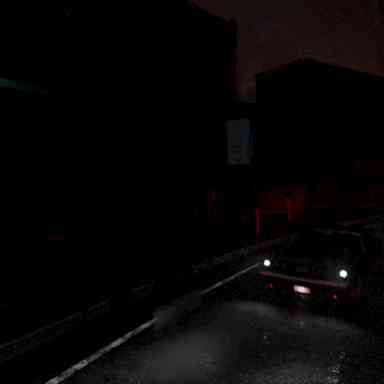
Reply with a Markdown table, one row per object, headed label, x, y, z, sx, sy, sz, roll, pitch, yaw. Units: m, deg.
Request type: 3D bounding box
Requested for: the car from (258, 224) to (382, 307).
| label | x | y | z | sx | sy | sz | roll | pitch | yaw |
| --- | --- | --- | --- | --- | --- | --- | --- | --- | --- |
| car | 3.348 | 1.525 | 8.141 | 1.895 | 1.301 | 4.718 | 1 | 1 | 35 |
